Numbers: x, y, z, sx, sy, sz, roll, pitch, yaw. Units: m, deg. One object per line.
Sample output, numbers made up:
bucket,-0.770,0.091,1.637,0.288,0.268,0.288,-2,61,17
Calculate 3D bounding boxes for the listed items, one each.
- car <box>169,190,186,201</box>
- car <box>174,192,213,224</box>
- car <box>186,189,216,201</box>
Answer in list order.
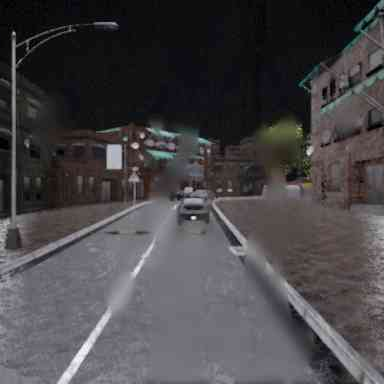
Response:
car,-1.064,0.453,40.851,1.895,1.301,4.718,0,1,24
car,0.080,1.027,20.123,1.837,1.490,4.892,0,2,0
car,1.378,0.400,38.684,2.033,1.411,5.357,0,1,18
